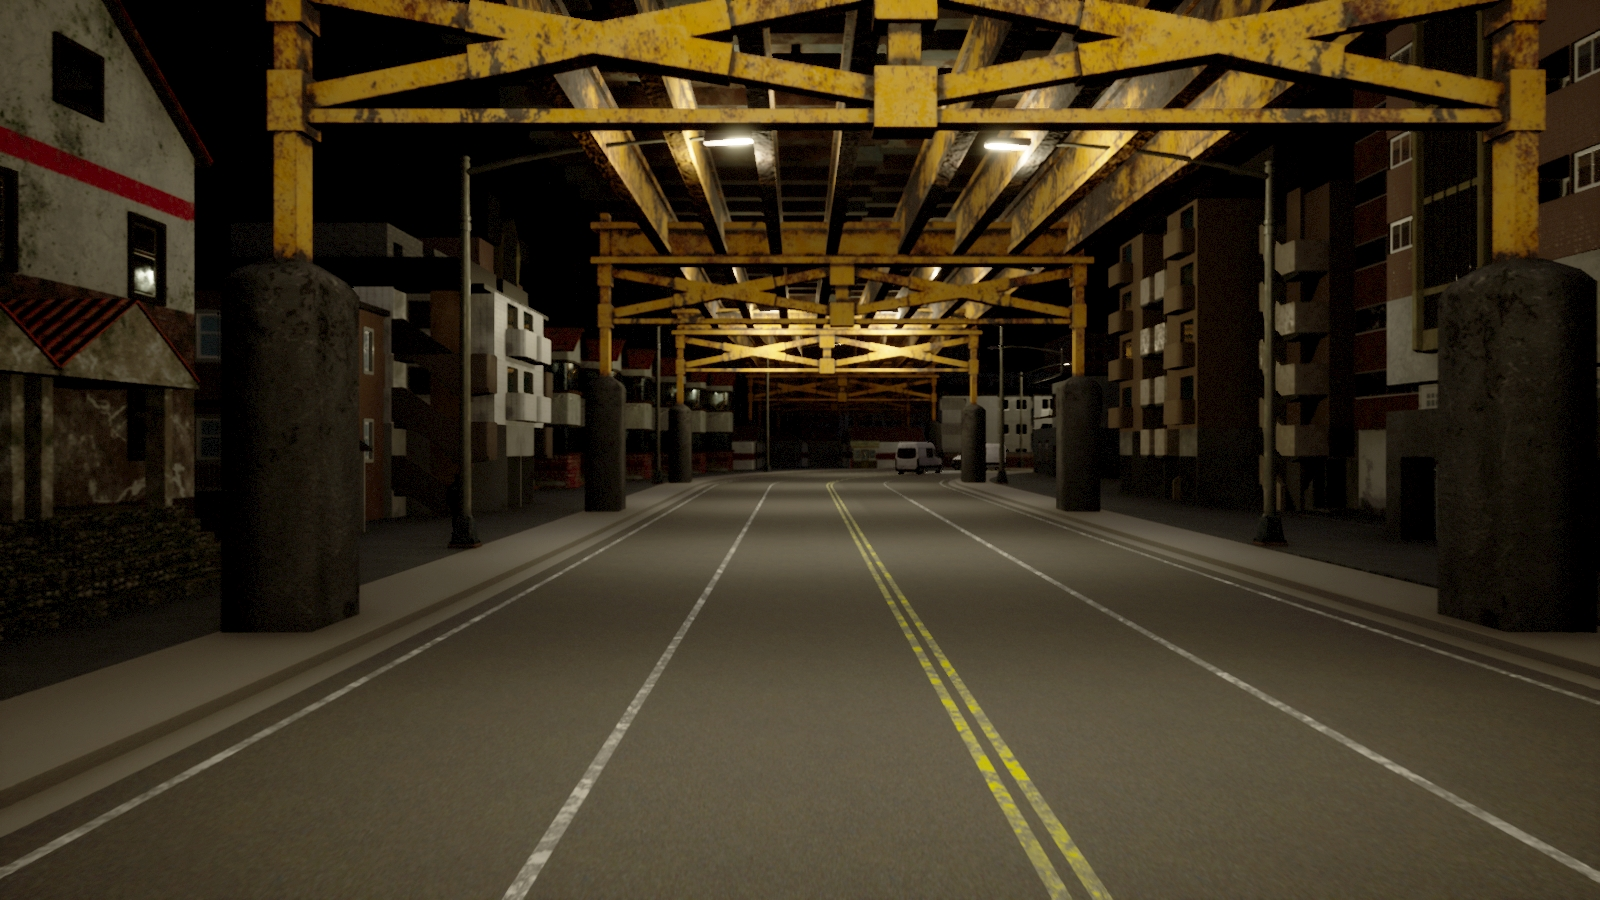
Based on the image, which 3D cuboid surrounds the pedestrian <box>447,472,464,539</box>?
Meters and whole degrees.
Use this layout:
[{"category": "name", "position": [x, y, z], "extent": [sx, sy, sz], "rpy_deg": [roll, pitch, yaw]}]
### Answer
[{"category": "pedestrian", "position": [-9.645, 1.551, 31.993], "extent": [0.375, 1.860, 0.375], "rpy_deg": [0, 0, 3]}]
